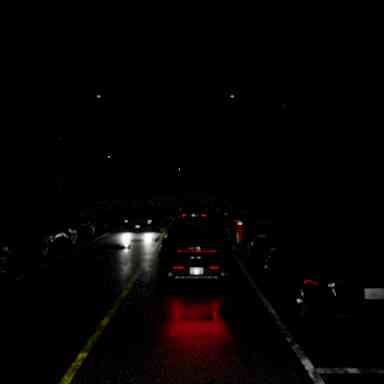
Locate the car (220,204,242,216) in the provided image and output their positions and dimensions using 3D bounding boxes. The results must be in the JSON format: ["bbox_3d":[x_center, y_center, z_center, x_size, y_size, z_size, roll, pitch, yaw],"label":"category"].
[{"bbox_3d":[2.753,1.526,18.076,1.887,1.381,4.507,-1,0,0],"label":"car"}]

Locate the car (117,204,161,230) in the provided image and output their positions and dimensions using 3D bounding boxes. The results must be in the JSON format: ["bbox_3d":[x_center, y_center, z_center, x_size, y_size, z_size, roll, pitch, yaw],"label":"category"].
[{"bbox_3d":[-3.000,1.526,21.029,2.033,1.411,5.357,0,0,0],"label":"car"}]

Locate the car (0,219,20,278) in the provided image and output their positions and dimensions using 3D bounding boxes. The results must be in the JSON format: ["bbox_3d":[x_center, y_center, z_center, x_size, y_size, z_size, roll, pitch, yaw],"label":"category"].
[{"bbox_3d":[-5.774,1.432,7.066,1.967,1.590,4.097,-1,0,0],"label":"car"}]

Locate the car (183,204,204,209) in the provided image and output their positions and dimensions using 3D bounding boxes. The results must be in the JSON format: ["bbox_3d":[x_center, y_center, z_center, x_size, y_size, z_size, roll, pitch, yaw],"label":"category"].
[{"bbox_3d":[0.109,1.524,23.347,2.033,1.411,5.357,0,0,0],"label":"car"}]

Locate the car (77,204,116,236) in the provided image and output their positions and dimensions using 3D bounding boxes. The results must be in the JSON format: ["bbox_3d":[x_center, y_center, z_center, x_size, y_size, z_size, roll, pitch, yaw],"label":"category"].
[{"bbox_3d":[-5.772,1.533,18.077,2.008,1.369,4.403,-1,0,0],"label":"car"}]

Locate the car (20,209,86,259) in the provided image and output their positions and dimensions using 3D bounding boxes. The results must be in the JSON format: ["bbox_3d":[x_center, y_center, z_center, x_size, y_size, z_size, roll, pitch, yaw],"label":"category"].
[{"bbox_3d":[-5.772,1.553,12.572,1.947,1.339,4.313,-1,0,0],"label":"car"}]

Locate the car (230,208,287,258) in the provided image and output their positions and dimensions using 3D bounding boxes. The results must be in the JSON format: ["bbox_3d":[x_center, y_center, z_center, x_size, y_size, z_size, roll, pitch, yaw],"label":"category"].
[{"bbox_3d":[2.753,1.532,12.570,1.887,1.381,4.507,-1,0,0],"label":"car"}]

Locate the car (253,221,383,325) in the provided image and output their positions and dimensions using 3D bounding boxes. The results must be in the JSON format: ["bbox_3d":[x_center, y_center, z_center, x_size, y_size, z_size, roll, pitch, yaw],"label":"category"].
[{"bbox_3d":[2.752,1.558,7.066,1.947,1.339,4.313,-1,0,0],"label":"car"}]

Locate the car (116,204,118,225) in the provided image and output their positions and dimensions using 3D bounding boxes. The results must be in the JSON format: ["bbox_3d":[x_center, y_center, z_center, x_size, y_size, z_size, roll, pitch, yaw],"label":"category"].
[{"bbox_3d":[-5.771,1.521,23.582,1.887,1.381,4.507,-1,0,0],"label":"car"}]

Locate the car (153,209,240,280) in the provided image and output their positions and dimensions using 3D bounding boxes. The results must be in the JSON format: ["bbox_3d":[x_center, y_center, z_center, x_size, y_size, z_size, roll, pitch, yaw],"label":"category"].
[{"bbox_3d":[0.101,1.496,9.876,1.837,1.490,4.892,0,1,0],"label":"car"}]
